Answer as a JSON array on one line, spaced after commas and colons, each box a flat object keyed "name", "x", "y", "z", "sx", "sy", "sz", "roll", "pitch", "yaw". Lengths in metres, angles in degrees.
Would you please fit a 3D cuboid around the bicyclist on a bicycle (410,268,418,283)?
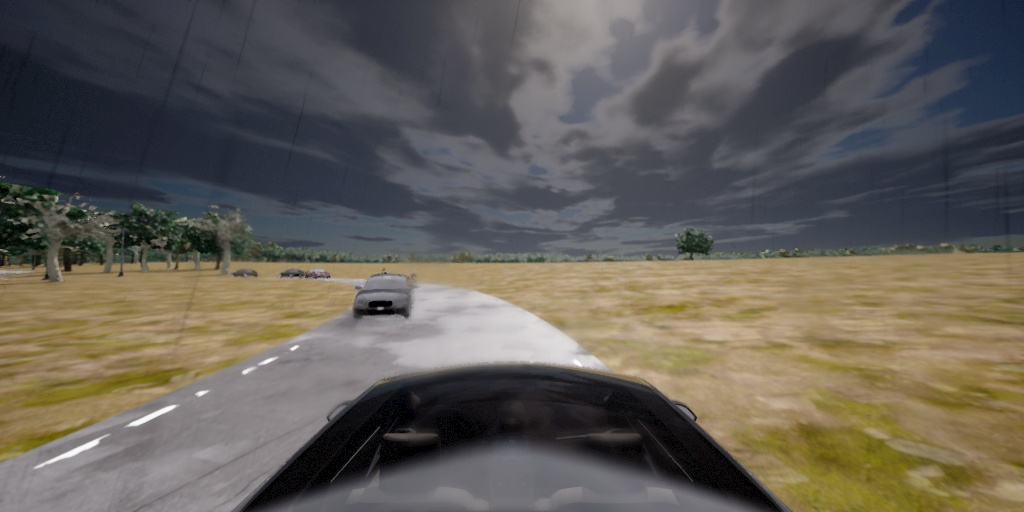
[{"name": "bicyclist on a bicycle", "x": -9.820, "y": 1.962, "z": 36.152, "sx": 0.866, "sy": 1.612, "sz": 1.509, "roll": 2, "pitch": -2, "yaw": -32}]

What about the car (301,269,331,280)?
[{"name": "car", "x": -26.258, "y": 2.422, "z": 48.545, "sx": 4.674, "sy": 1.442, "sz": 1.812, "roll": -2, "pitch": -3, "yaw": 39}]

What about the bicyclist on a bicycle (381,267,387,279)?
[{"name": "bicyclist on a bicycle", "x": -15.582, "y": 2.199, "z": 43.774, "sx": 0.582, "sy": 1.620, "sz": 1.656, "roll": 2, "pitch": -3, "yaw": -41}]

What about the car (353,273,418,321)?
[{"name": "car", "x": -4.675, "y": 1.435, "z": 13.603, "sx": 1.837, "sy": 1.490, "sz": 4.892, "roll": 1, "pitch": -1, "yaw": -13}]
